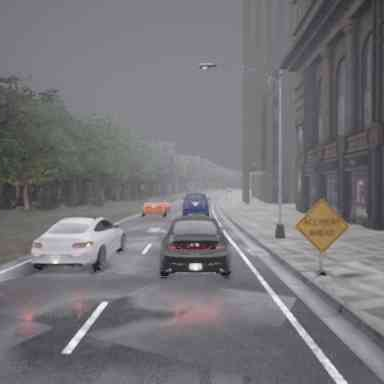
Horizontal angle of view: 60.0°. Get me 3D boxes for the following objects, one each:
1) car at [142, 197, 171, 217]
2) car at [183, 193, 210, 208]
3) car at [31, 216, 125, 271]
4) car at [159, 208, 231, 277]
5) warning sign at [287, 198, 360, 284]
[{"bbox_3d":[-3.097,1.218,29.752,2.097,1.767,4.553,0,0,2],"label":"car"},{"bbox_3d":[0.370,1.091,28.928,2.150,2.045,5.566,0,0,2],"label":"car"},{"bbox_3d":[-3.422,1.484,10.675,1.812,1.442,4.674,0,0,0],"label":"car"},{"bbox_3d":[0.077,1.467,10.124,1.837,1.490,4.892,0,0,0],"label":"car"},{"bbox_3d":[3.058,1.087,7.863,1.300,1.860,1.060,0,0,0],"label":"warning sign"}]
